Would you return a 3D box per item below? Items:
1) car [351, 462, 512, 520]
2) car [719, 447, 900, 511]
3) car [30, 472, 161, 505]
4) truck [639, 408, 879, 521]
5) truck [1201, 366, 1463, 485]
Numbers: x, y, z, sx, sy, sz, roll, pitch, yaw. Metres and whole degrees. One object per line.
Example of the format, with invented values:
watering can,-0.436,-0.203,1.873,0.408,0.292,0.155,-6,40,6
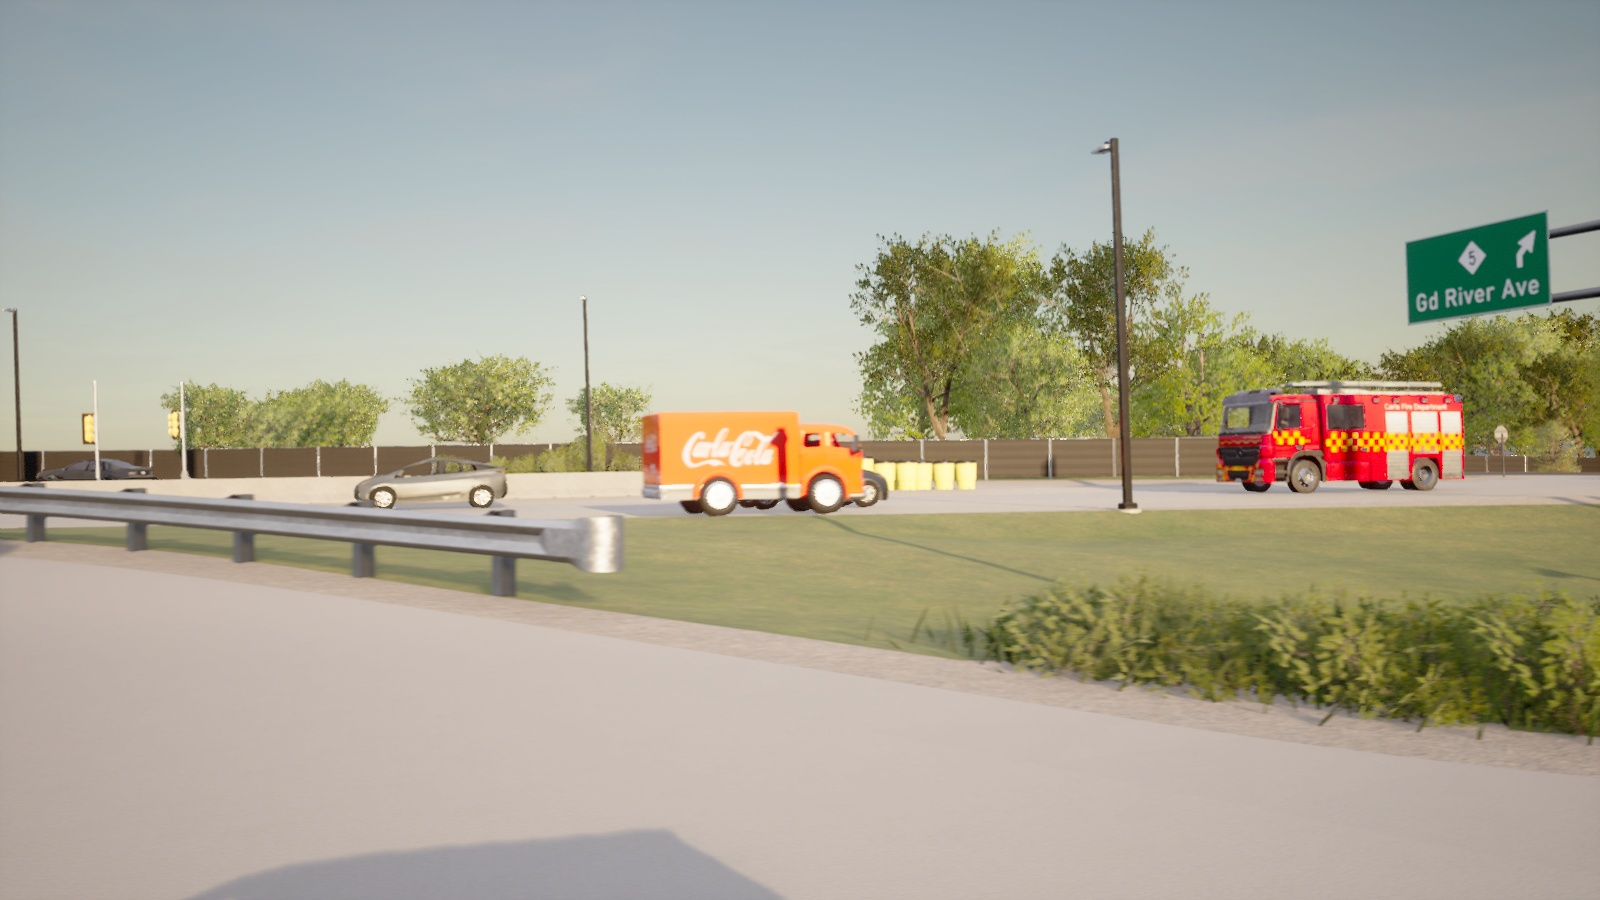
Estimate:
car,-11.168,1.216,38.106,4.514,1.525,2.007,-2,-1,-18
car,0.234,0.774,34.418,4.514,1.525,2.007,-2,-1,-18
car,-33.836,1.848,60.352,5.357,1.411,2.033,-2,0,9
truck,-1.033,0.331,30.347,5.204,2.467,2.627,-2,-1,-18
truck,18.650,-0.860,44.034,8.468,3.827,2.891,-2,-1,-18
